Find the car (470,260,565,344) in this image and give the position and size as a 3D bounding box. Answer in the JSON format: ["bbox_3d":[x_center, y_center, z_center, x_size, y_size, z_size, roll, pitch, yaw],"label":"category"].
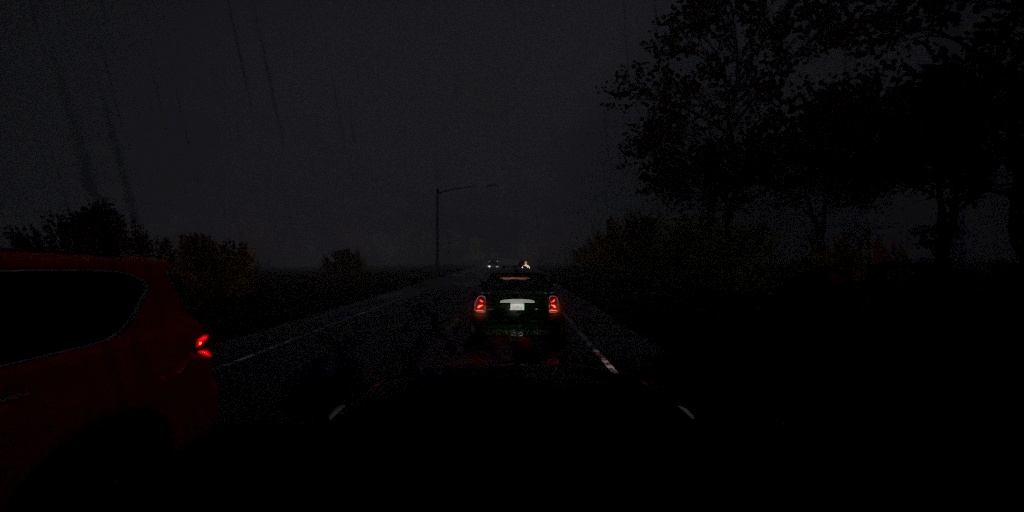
[{"bbox_3d":[0.116,1.099,9.740,2.097,1.767,4.553,0,0,0],"label":"car"}]

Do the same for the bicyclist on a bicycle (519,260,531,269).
[{"bbox_3d":[0.985,1.177,25.563,0.866,1.612,1.509,0,0,1],"label":"bicyclist on a bicycle"}]

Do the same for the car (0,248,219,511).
[{"bbox_3d":[-3.607,0.972,0.750,2.150,2.045,5.566,0,0,0],"label":"car"}]
